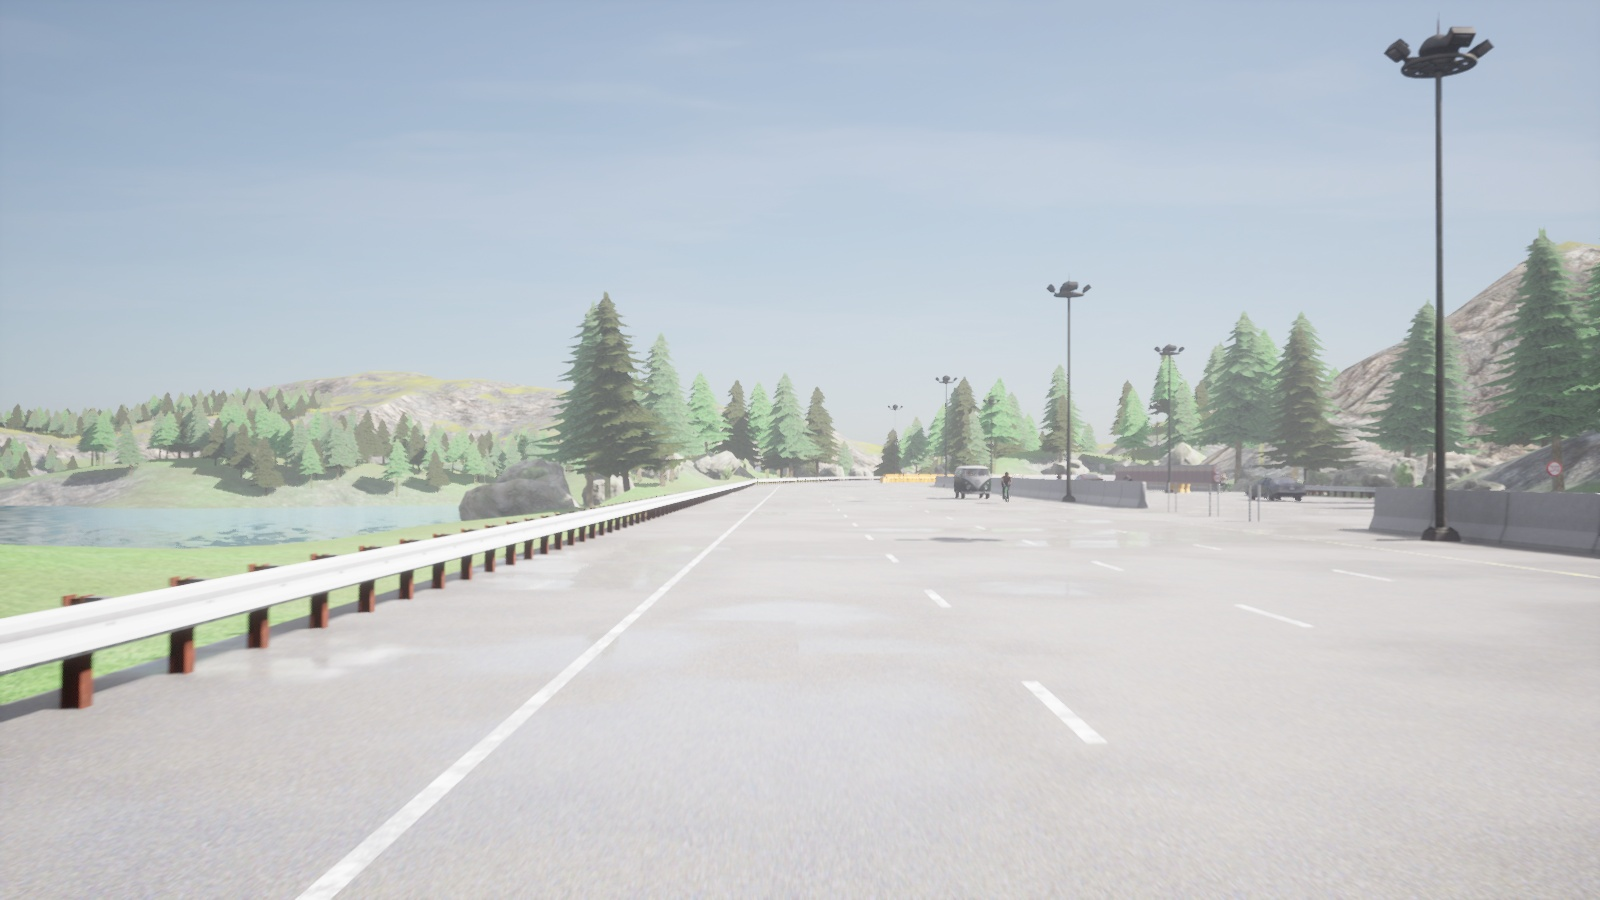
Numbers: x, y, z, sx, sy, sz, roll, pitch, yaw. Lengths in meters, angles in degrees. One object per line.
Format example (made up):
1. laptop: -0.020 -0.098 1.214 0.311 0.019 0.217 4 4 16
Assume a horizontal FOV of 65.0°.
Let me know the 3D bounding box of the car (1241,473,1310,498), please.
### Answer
1. car: 27.816 2.036 73.645 2.033 1.411 5.357 0 -1 0

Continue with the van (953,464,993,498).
1. van: 10.311 1.833 75.108 1.775 1.987 4.442 0 -1 0
